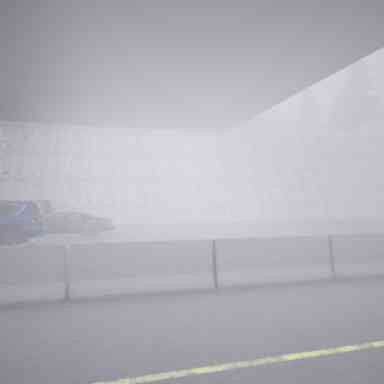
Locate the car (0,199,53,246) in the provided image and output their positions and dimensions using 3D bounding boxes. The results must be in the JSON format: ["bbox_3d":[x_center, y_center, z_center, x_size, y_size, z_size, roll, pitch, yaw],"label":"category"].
[{"bbox_3d":[-9.280,1.380,14.443,5.566,2.045,2.150,0,-1,-16],"label":"car"}]

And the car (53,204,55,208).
[{"bbox_3d":[-11.492,1.459,21.090,5.566,2.045,2.150,0,-1,-16],"label":"car"}]

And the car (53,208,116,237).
[{"bbox_3d":[-7.046,1.767,18.728,5.357,1.411,2.033,0,-1,-16],"label":"car"}]
